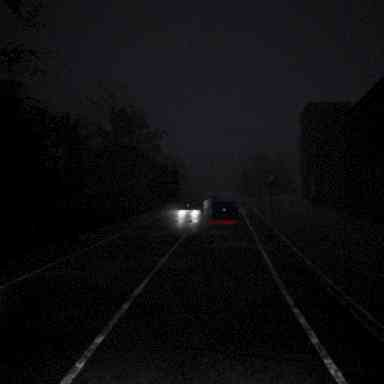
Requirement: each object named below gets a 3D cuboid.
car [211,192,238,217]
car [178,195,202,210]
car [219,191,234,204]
[{"bbox_3d":[2.507,1.030,25.517,1.882,1.535,5.008,0,1,6],"label":"car"},{"bbox_3d":[-0.133,0.982,32.389,1.994,1.385,4.181,0,1,7],"label":"car"},{"bbox_3d":[4.464,0.671,43.049,1.812,1.442,4.674,0,2,6],"label":"car"}]
